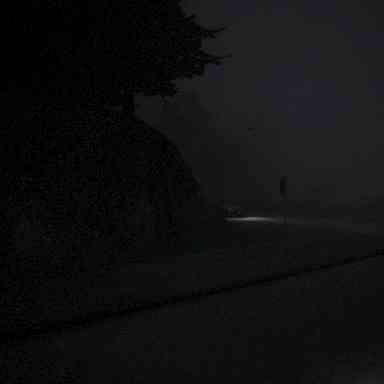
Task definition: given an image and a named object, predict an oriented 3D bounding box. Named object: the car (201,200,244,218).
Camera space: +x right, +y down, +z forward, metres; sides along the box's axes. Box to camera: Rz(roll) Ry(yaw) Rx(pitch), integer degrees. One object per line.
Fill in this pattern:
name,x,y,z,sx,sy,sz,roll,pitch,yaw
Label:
car,2.702,1.520,30.720,1.812,1.442,4.674,0,0,-36
